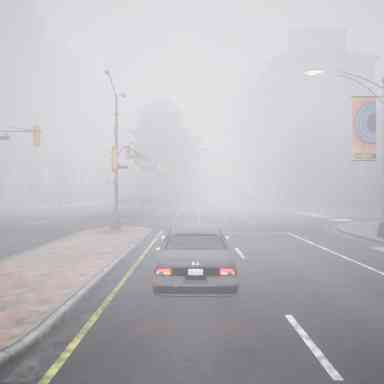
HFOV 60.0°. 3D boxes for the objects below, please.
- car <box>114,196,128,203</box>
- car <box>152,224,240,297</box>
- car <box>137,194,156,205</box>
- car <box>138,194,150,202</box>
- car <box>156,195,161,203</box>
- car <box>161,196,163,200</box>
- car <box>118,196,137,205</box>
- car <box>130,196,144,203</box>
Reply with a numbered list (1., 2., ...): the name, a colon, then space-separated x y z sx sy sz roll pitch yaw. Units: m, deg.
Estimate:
1. car: -14.680 1.594 69.396 1.895 1.301 4.718 0 0 0
2. car: 0.083 1.547 8.752 2.033 1.411 5.357 0 0 0
3. car: -8.014 1.564 58.910 1.994 1.385 4.181 0 0 1
4. car: -11.421 1.355 79.526 2.097 1.767 4.553 0 0 0
5. car: -7.951 1.525 67.428 1.812 1.442 4.674 0 0 1
6. car: -7.922 1.500 77.757 1.837 1.490 4.892 0 0 0
7. car: -11.509 1.491 59.594 2.128 1.511 4.902 0 0 0
8. car: -11.431 1.525 69.515 2.128 1.511 4.902 0 0 0
